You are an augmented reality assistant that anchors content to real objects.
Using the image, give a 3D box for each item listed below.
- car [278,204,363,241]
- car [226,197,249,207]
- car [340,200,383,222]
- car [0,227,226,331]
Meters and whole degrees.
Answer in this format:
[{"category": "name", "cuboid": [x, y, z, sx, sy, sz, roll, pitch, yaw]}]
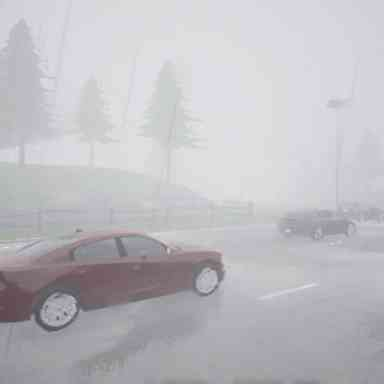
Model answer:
[{"category": "car", "cuboid": [6.473, 1.563, 17.021, 4.892, 1.490, 1.837, 0, 0, -36]}, {"category": "car", "cuboid": [7.074, 1.485, 50.196, 2.097, 1.767, 4.553, 0, 0, -24]}, {"category": "car", "cuboid": [13.193, 1.450, 26.188, 4.553, 1.767, 2.097, 0, 0, -36]}, {"category": "car", "cuboid": [-1.523, 1.487, 6.963, 5.008, 1.535, 1.882, 0, 0, -36]}]
